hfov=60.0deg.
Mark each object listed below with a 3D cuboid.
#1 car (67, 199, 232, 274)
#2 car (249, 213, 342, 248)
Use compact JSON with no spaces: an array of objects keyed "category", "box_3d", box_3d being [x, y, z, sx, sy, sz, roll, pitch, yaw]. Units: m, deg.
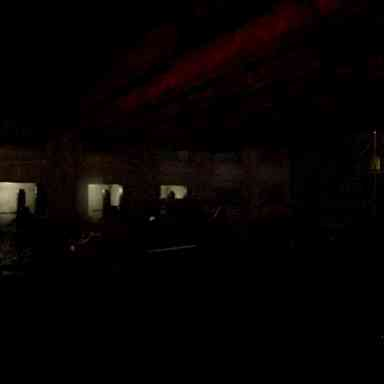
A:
[{"category":"car","box_3d":[-1.150,1.265,11.092,5.566,2.045,2.435,0,0,-36]},{"category":"car","box_3d":[4.846,1.681,15.419,4.718,1.301,1.895,0,0,-36]}]
